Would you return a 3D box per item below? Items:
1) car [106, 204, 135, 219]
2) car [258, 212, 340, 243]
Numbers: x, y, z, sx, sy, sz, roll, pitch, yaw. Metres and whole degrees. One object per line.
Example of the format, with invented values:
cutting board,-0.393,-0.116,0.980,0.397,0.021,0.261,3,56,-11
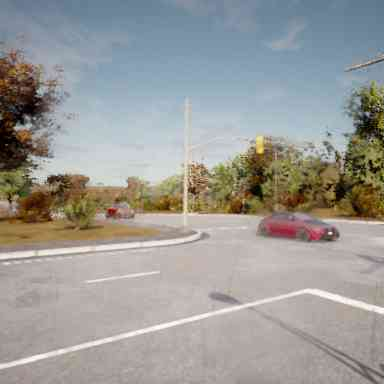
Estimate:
car,-8.205,2.166,38.127,2.097,1.767,4.553,1,-3,-33
car,5.432,1.749,17.321,1.994,1.385,4.181,1,0,-33
